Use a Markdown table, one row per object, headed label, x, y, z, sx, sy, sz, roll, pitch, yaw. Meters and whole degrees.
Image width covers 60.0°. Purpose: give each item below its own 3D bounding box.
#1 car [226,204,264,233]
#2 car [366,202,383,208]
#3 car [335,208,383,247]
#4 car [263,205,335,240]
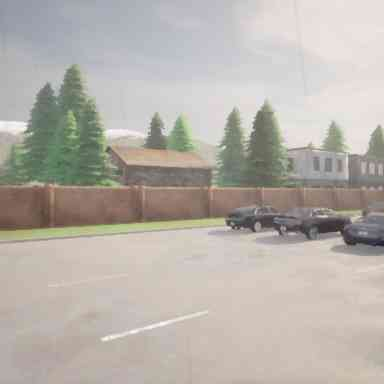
| label | x | y | z | sx | sy | sz | roll | pitch | yaw |
| --- | --- | --- | --- | --- | --- | --- | --- | --- | --- |
| car | 4.204 | 1.513 | 19.765 | 4.892 | 1.490 | 1.837 | 0 | 0 | -35 |
| car | 16.416 | 1.570 | 28.475 | 4.181 | 1.385 | 1.994 | 0 | 0 | -35 |
| car | 8.269 | 1.569 | 14.066 | 4.181 | 1.385 | 1.994 | 0 | 0 | -35 |
| car | 6.236 | 1.492 | 16.916 | 4.902 | 1.511 | 2.128 | 0 | 0 | -35 |
